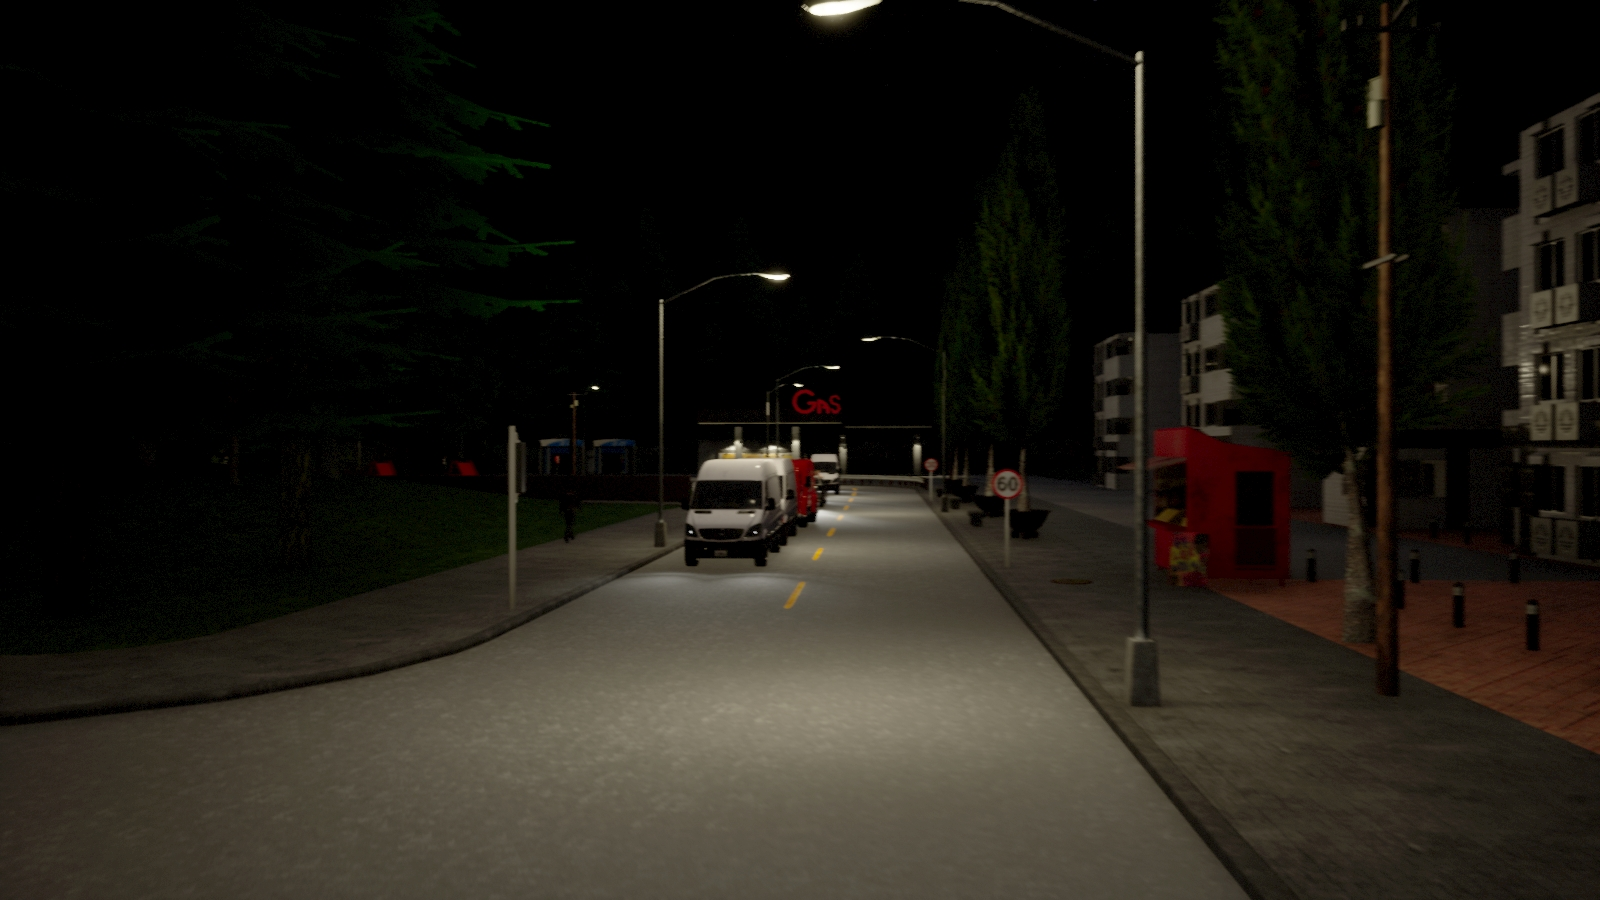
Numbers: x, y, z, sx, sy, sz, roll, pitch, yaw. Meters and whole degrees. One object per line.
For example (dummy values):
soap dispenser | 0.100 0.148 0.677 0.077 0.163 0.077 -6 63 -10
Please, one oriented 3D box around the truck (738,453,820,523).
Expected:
truck | -0.698 1.347 42.805 2.627 2.467 5.204 0 0 4

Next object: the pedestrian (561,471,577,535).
pedestrian | -6.698 1.531 33.175 0.375 1.860 0.375 0 0 4

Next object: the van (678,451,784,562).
van | -1.658 1.315 29.598 1.988 2.561 5.915 0 0 4

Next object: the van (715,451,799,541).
van | -1.230 1.314 35.520 1.988 2.561 5.915 0 0 4
